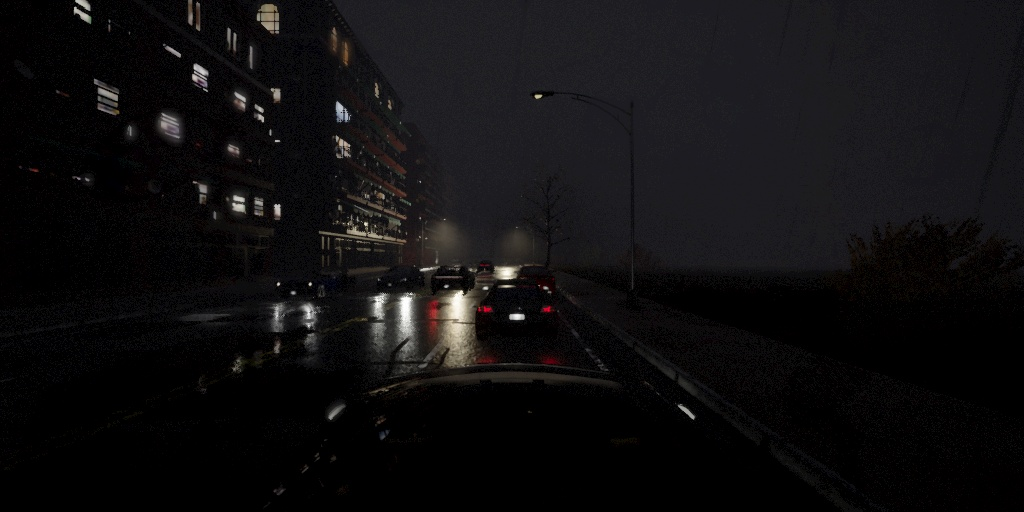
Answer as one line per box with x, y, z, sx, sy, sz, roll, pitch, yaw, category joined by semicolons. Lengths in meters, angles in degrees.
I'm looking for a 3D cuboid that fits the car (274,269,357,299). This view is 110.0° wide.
-9.840;1.353;18.356;1.895;1.301;4.718;0;0;0;car

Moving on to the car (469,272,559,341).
0.107;1.315;9.929;1.994;1.385;4.181;0;0;0;car

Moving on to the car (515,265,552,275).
1.148;1.230;18.849;1.882;1.535;5.008;0;0;0;car

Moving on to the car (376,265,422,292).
-6.601;1.278;21.721;1.812;1.442;4.674;0;0;0;car

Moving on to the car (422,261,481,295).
-3.140;1.244;19.666;2.128;1.511;4.902;0;0;0;car

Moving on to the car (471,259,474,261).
-6.512;1.254;64.459;1.837;1.490;4.892;0;0;1;car

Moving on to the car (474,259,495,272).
-3.123;1.254;43.174;1.837;1.490;4.892;0;-1;0;car
